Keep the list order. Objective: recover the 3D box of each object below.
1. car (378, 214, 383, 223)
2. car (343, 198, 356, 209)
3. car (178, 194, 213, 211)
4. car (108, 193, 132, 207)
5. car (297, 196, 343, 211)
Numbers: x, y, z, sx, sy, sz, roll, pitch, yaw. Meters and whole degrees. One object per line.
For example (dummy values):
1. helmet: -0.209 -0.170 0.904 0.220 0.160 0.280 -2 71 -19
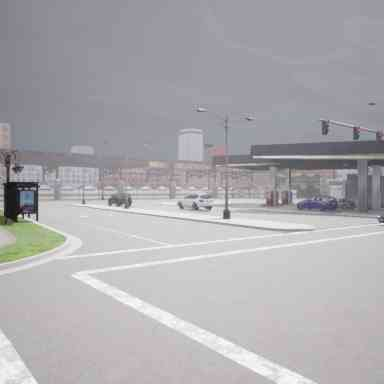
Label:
1. car: 14.851 1.547 20.892 5.357 1.411 2.033 0 0 39
2. car: 18.617 1.456 42.259 1.970 1.475 3.806 0 0 -35
3. car: 0.370 1.221 41.584 2.150 2.045 5.566 0 0 -35
4. car: -11.347 1.222 52.236 2.150 2.045 5.566 0 0 -35
5. car: 14.343 1.295 38.345 2.242 1.667 4.611 0 0 -35
